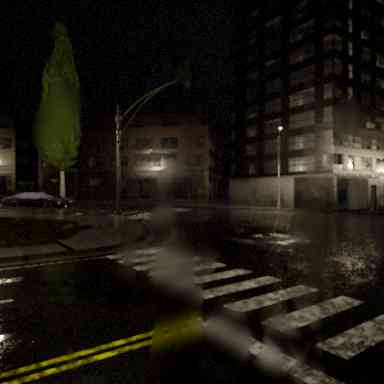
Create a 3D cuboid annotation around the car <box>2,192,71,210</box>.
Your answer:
[{"bbox_3d":[-12.732,0.697,27.214,5.357,1.411,2.033,1,0,11],"label":"car"}]
